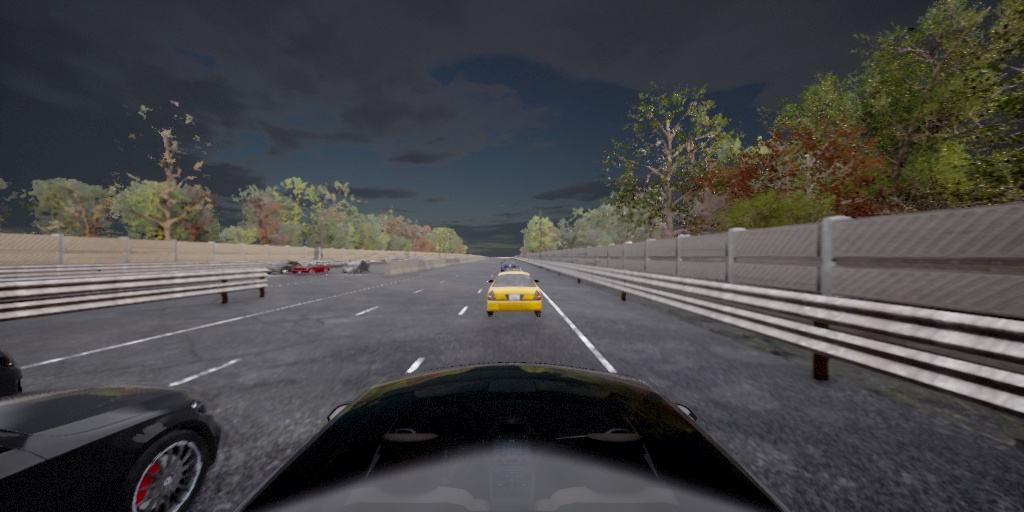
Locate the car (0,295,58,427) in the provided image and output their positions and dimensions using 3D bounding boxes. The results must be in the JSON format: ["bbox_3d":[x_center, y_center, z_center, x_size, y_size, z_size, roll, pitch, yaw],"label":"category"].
[{"bbox_3d":[-6.906,1.256,2.283,1.837,1.490,4.892,0,0,0],"label":"car"}]

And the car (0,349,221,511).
[{"bbox_3d":[-3.403,1.276,1.085,1.812,1.442,4.674,0,0,0],"label":"car"}]

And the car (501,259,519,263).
[{"bbox_3d":[-0.248,1.114,42.184,2.097,1.767,4.553,0,0,-1],"label":"car"}]

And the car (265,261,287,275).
[{"bbox_3d":[-24.891,1.268,39.309,1.837,1.490,4.892,0,0,-1],"label":"car"}]

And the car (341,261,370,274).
[{"bbox_3d":[-17.920,1.289,41.444,1.812,1.442,4.674,0,0,-1],"label":"car"}]

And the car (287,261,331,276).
[{"bbox_3d":[-21.381,1.363,38.226,1.895,1.301,4.718,0,0,-1],"label":"car"}]

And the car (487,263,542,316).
[{"bbox_3d":[0.063,1.210,13.291,1.801,1.575,5.366,0,0,0],"label":"car"}]
